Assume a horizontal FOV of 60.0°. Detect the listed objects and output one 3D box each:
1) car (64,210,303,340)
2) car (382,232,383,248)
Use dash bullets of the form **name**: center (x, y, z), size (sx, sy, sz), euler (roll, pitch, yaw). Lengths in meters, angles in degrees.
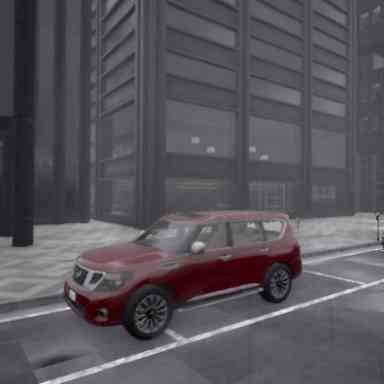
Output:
- **car**: center (0.153, 1.338, 6.754), size (5.009, 1.841, 2.192), euler (0, 0, -36)
- **car**: center (9.328, 1.634, 13.300), size (4.507, 1.381, 1.887), euler (0, 0, -36)
